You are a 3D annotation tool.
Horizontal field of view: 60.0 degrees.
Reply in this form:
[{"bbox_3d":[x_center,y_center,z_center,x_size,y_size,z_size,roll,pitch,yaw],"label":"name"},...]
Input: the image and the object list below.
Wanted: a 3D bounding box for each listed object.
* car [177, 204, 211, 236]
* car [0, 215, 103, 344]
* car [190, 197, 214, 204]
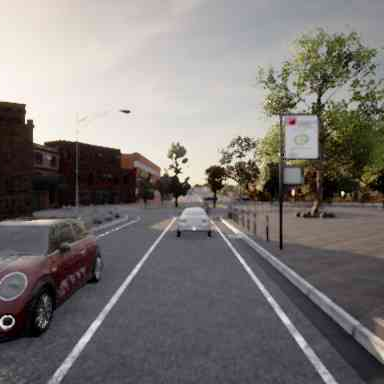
[{"bbox_3d":[0.114,1.618,18.921,1.812,1.442,4.674,0,-1,0],"label":"car"},{"bbox_3d":[-3.330,1.339,6.597,2.097,1.767,4.553,0,0,0],"label":"car"},{"bbox_3d":[0.762,1.640,33.657,2.097,1.767,4.553,0,-1,7],"label":"car"}]
